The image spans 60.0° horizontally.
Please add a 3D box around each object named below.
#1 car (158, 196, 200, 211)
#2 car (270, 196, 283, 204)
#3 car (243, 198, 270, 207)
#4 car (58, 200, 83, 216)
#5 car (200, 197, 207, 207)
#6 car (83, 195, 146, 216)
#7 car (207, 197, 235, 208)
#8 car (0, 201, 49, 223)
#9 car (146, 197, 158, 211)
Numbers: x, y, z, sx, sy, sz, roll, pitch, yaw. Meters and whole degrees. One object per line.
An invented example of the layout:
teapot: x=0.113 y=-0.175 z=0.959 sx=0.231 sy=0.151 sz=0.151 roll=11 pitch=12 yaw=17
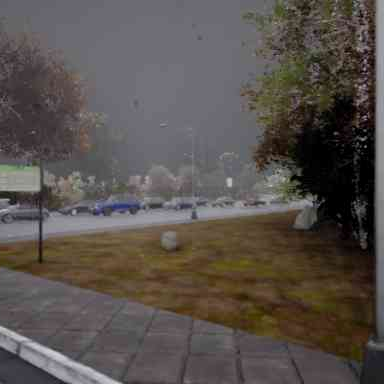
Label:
car: x=-1.562 y=1.388 z=41.222 sx=2.097 sy=1.767 sz=4.553 roll=0 pitch=0 yaw=37
car: x=15.140 y=1.424 z=58.383 sx=2.033 sy=1.411 sz=5.357 roll=0 pitch=0 yaw=31
car: x=9.451 y=1.547 z=49.932 sx=1.895 sy=1.301 sz=4.718 roll=0 pitch=0 yaw=35
car: x=-11.364 y=1.586 z=34.407 sx=1.837 sy=1.490 sz=4.892 roll=0 pitch=0 yaw=39
car: x=0.671 y=1.507 z=49.946 sx=1.837 sy=1.490 sz=4.892 roll=0 pitch=0 yaw=37
car: x=-7.665 y=1.289 z=33.427 sx=2.150 sy=2.045 sz=5.566 roll=0 pitch=0 yaw=39
car: x=4.701 y=1.483 z=49.497 sx=1.837 sy=1.490 sz=4.892 roll=0 pitch=0 yaw=36
car: x=-13.501 y=1.642 z=26.123 sx=1.994 sy=1.385 sz=4.181 roll=0 pitch=0 yaw=39
car: x=-5.373 y=1.405 z=42.019 sx=2.097 sy=1.767 sz=4.553 roll=0 pitch=0 yaw=38
